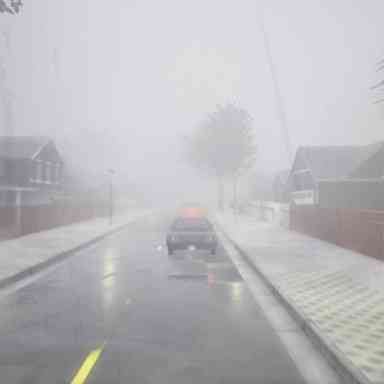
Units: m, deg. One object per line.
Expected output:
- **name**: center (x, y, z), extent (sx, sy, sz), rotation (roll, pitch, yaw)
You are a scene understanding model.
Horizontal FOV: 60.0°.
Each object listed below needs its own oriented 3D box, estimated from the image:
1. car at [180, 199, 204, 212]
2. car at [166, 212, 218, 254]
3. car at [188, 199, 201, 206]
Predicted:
- **car**: center (0.003, 1.629, 29.104), extent (2.097, 1.767, 4.553), rotation (0, -1, 0)
- **car**: center (0.001, 1.736, 14.120), extent (1.895, 1.301, 4.718), rotation (0, -1, 0)
- **car**: center (0.661, 2.243, 72.071), extent (2.128, 1.511, 4.902), rotation (0, -1, 9)
